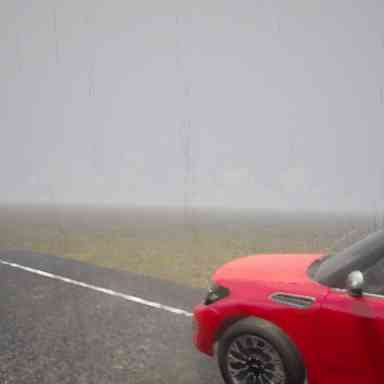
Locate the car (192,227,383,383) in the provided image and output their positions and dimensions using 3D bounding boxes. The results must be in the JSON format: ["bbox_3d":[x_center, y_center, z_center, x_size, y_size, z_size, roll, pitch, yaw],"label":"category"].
[{"bbox_3d":[2.673,1.247,3.239,5.566,2.045,2.150,1,0,35],"label":"car"}]
